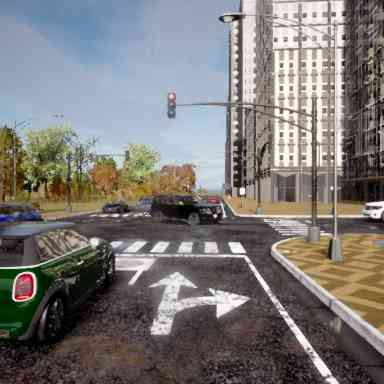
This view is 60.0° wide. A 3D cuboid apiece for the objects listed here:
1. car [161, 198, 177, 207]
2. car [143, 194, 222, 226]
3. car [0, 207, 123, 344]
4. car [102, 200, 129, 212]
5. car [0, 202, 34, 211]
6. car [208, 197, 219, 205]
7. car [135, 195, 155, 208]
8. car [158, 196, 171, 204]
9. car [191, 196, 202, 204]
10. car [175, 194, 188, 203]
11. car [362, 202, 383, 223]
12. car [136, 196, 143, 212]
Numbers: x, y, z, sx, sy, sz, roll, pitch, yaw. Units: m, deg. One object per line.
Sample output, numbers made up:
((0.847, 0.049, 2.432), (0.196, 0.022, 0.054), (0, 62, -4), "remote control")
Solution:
((-3.533, 1.594, 51.667), (1.895, 1.301, 4.718), (0, 0, 5), "car")
((-0.589, 1.184, 23.303), (5.566, 2.045, 2.150), (0, 2, 41), "car")
((-3.007, 1.351, 6.592), (2.097, 1.767, 4.553), (0, 0, 1), "car")
((-8.083, 1.554, 35.375), (1.994, 1.385, 4.181), (0, 0, 5), "car")
((-9.364, 1.348, 16.511), (2.097, 1.767, 4.553), (0, 0, 3), "car")
((3.993, 1.563, 61.932), (1.994, 1.385, 4.181), (0, 0, 5), "car")
((-6.947, 1.344, 49.717), (2.097, 1.767, 4.553), (0, 0, 5), "car")
((-5.500, 1.524, 67.040), (1.812, 1.442, 4.674), (0, 0, 5), "car")
((0.883, 1.525, 63.855), (1.812, 1.442, 4.674), (0, 0, 5), "car")
((-2.141, 1.355, 68.144), (2.097, 1.767, 4.553), (0, 0, 5), "car")
((14.821, 1.059, 22.846), (5.566, 2.045, 2.150), (0, 0, 5), "car")
((-4.627, 1.344, 37.870), (2.097, 1.767, 4.553), (0, 0, 5), "car")
